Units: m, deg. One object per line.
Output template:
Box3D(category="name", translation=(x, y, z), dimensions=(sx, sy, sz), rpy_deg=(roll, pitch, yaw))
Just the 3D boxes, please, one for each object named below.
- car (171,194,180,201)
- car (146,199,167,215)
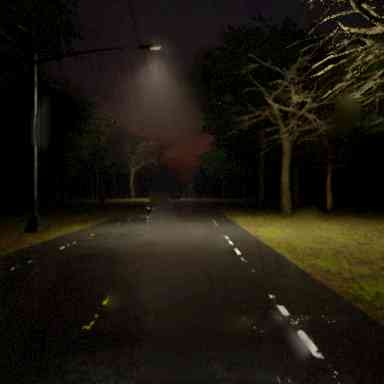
Box3D(category="car", translation=(-3.603, 1.221, 75.707), dimensions=(2.033, 1.411, 5.357), rpy_deg=(0, 0, 0))
Box3D(category="car", translation=(-3.642, 1.532, 35.031), dimensions=(1.837, 1.490, 4.892), rpy_deg=(0, 0, 0))
